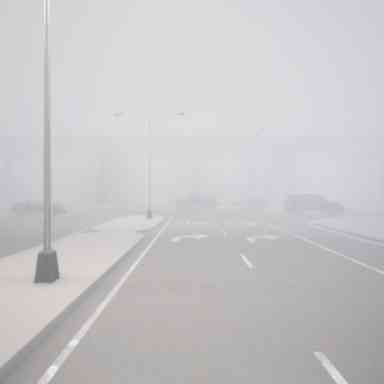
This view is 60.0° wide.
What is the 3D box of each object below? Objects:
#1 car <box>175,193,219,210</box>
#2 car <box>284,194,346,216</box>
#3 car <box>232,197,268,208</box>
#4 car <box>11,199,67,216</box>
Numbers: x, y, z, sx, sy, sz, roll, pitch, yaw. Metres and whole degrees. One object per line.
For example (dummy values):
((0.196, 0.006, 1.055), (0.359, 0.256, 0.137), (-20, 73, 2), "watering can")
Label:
((0.642, 1.164, 41.889), (5.566, 2.045, 2.150), (0, 0, 0), "car")
((11.691, 1.177, 31.920), (5.566, 2.045, 2.150), (0, 0, 5), "car")
((7.874, 1.446, 45.354), (4.892, 1.490, 1.837), (1, 0, 0), "car")
((-14.296, 1.452, 31.250), (4.902, 1.511, 2.128), (0, 0, 0), "car")
